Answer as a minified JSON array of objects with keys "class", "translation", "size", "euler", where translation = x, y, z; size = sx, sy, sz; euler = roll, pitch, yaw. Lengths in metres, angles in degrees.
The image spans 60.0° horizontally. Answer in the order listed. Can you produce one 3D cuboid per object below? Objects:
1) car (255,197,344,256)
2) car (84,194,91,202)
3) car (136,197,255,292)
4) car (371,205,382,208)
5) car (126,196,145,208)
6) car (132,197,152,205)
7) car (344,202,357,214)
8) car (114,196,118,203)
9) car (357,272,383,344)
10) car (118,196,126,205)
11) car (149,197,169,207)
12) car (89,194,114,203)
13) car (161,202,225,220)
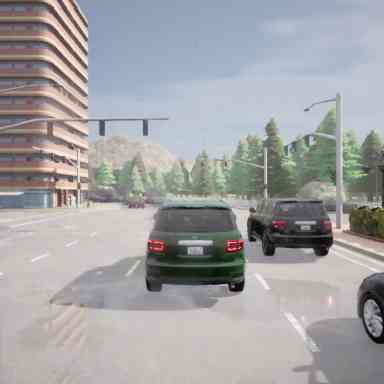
[{"class":"car","translation":[3.614,1.221,13.212],"size":[2.150,2.045,5.566],"euler":[0,0,0]},{"class":"car","translation":[-25.666,1.518,76.039],"size":[4.674,1.442,1.812],"euler":[0,0,27]},{"class":"car","translation":[0.087,1.221,9.077],"size":[2.150,2.045,5.566],"euler":[0,0,0]},{"class":"car","translation":[19.221,1.656,32.270],"size":[4.718,1.301,1.895],"euler":[0,0,1]},{"class":"car","translation":[-7.922,1.352,47.258],"size":[2.097,1.767,4.553],"euler":[0,0,-13]},{"class":"car","translation":[-9.232,1.601,60.831],"size":[1.895,1.301,4.718],"euler":[0,0,-31]},{"class":"car","translation":[14.956,1.603,35.793],"size":[5.357,1.411,2.033],"euler":[0,0,4]},{"class":"car","translation":[-15.128,1.553,68.731],"size":[4.181,1.385,1.994],"euler":[0,0,45]},{"class":"car","translation":[3.608,1.505,3.515],"size":[1.837,1.490,4.892],"euler":[0,0,0]},{"class":"car","translation":[-10.514,1.505,55.673],"size":[1.837,1.490,4.892],"euler":[0,0,-26]},{"class":"car","translation":[-5.307,1.547,52.079],"size":[2.033,1.411,5.357],"euler":[0,0,-18]},{"class":"car","translation":[-18.199,1.601,66.806],"size":[1.895,1.301,4.718],"euler":[0,0,-45]},{"class":"car","translation":[0.069,1.592,28.747],"size":[5.357,1.411,2.033],"euler":[0,0,0]}]
